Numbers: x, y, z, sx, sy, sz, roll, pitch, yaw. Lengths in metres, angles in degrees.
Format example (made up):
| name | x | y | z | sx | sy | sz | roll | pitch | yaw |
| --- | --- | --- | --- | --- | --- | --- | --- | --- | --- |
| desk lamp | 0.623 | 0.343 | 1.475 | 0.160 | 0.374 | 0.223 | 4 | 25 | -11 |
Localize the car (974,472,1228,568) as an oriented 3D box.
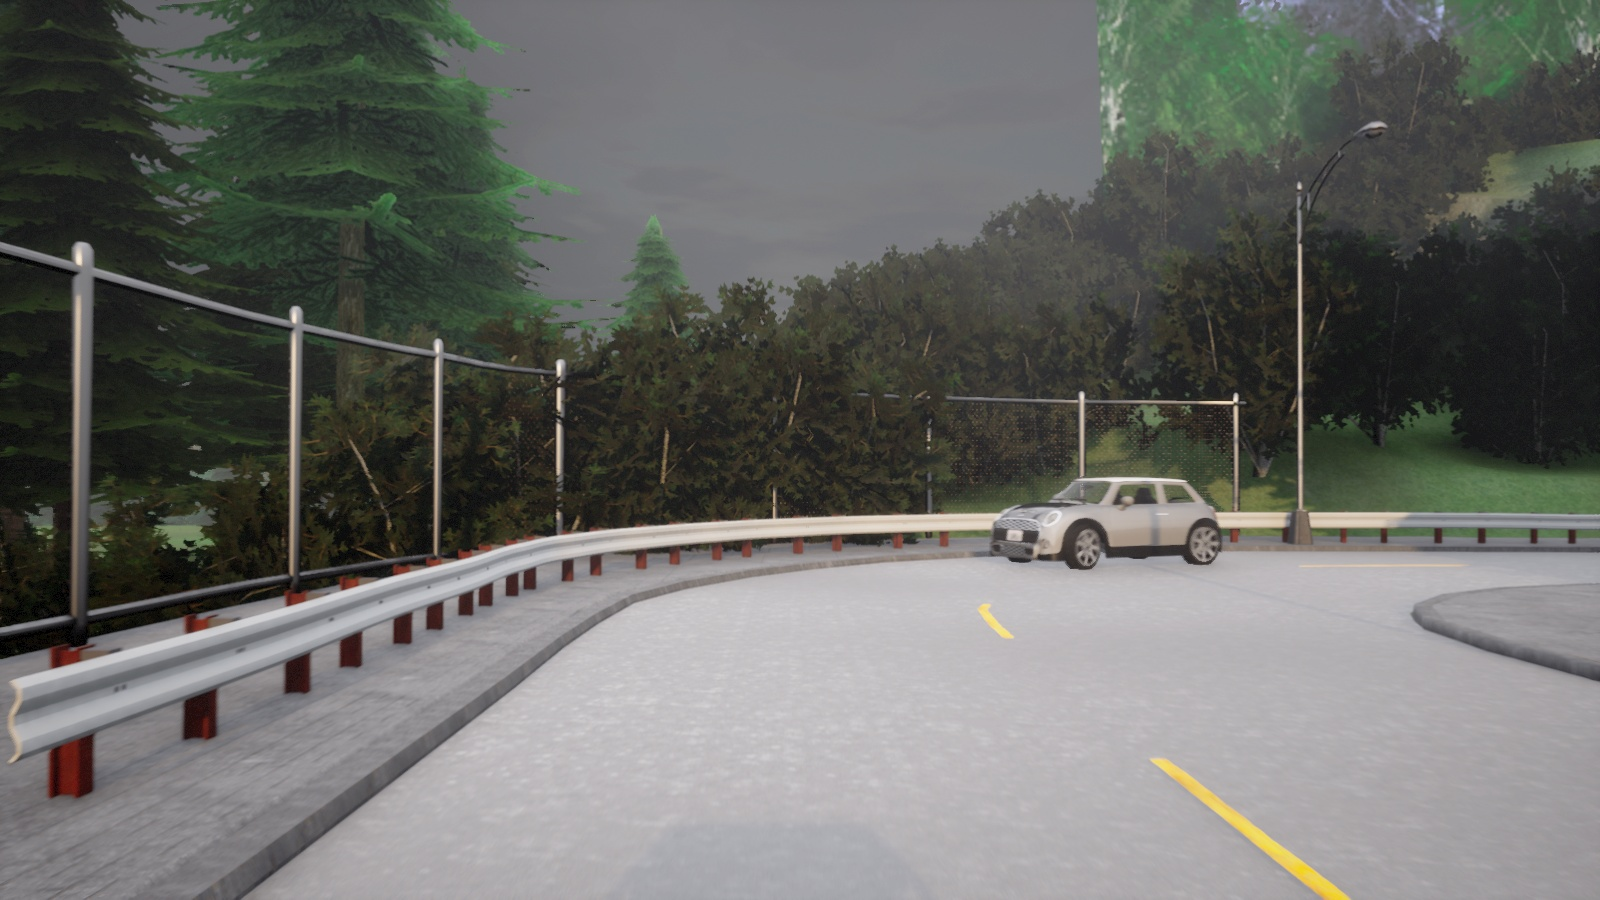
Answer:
| name | x | y | z | sx | sy | sz | roll | pitch | yaw |
| --- | --- | --- | --- | --- | --- | --- | --- | --- | --- |
| car | 5.091 | 1.117 | 21.259 | 3.806 | 1.475 | 1.970 | 0 | -1 | -26 |
